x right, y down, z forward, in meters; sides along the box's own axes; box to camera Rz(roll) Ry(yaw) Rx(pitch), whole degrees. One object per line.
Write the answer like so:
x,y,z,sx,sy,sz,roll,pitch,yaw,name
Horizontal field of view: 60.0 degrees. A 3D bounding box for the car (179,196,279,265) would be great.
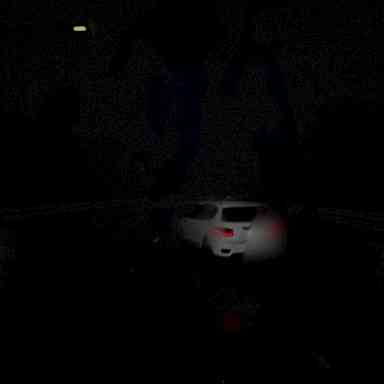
1.079,1.324,12.338,2.150,2.045,5.566,-1,0,-15,car
